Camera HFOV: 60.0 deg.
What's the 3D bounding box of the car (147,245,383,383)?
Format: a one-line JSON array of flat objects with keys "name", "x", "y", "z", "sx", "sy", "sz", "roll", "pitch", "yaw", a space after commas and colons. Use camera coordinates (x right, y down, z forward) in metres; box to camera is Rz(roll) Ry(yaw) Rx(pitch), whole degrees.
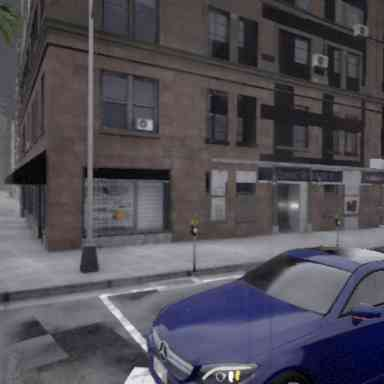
[{"name": "car", "x": 1.757, "y": 1.493, "z": 4.311, "sx": 4.674, "sy": 1.442, "sz": 1.812, "roll": 1, "pitch": 1, "yaw": -28}]
